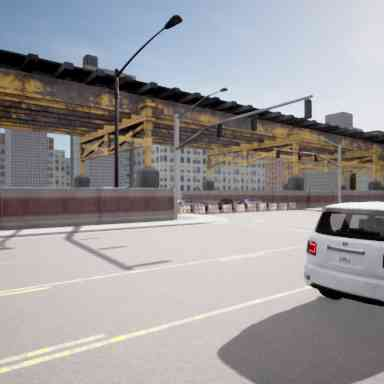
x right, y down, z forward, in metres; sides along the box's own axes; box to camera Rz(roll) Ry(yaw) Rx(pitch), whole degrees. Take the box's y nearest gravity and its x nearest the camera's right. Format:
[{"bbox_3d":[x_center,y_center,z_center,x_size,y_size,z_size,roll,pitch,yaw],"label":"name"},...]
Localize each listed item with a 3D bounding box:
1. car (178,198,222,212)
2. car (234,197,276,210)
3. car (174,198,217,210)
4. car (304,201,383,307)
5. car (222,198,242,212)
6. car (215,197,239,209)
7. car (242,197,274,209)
[{"bbox_3d":[0.431,1.452,36.585,4.974,1.542,2.038,0,0,8],"label":"car"},{"bbox_3d":[8.102,1.451,43.011,4.974,1.542,2.038,0,0,-7],"label":"car"},{"bbox_3d":[0.379,1.294,36.592,4.536,1.218,1.853,0,0,8],"label":"car"},{"bbox_3d":[4.782,1.221,7.168,5.566,2.045,2.150,0,0,-35],"label":"car"},{"bbox_3d":[4.182,1.452,39.260,2.038,1.542,4.974,0,0,18],"label":"car"},{"bbox_3d":[4.198,1.294,39.310,1.853,1.218,4.536,0,0,18],"label":"car"},{"bbox_3d":[8.050,1.294,43.004,4.536,1.218,1.853,0,0,-7],"label":"car"}]
